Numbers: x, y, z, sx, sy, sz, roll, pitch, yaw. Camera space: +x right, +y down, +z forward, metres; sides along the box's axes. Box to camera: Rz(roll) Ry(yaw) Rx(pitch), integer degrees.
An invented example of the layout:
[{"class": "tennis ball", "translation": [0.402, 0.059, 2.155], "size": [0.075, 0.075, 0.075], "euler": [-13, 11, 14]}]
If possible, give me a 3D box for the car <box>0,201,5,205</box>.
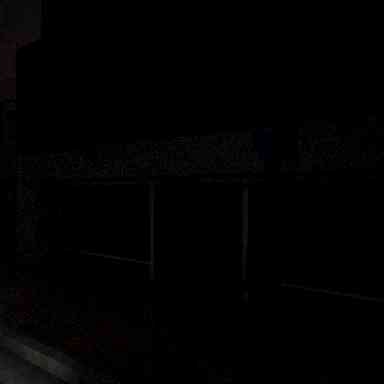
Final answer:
[{"class": "car", "translation": [-14.171, 1.042, 29.694], "size": [2.150, 2.045, 5.566], "euler": [0, 0, 36]}]
